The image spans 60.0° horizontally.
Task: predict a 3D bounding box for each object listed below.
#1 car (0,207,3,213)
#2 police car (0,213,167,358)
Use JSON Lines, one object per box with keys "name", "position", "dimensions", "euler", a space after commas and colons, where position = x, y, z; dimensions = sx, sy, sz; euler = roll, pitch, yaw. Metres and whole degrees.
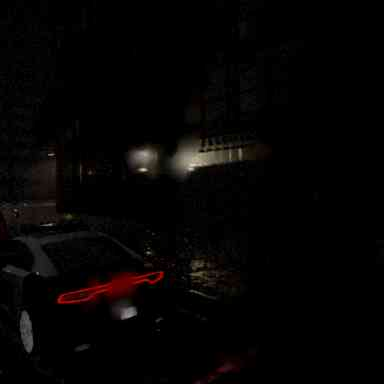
{"name": "car", "position": [-9.161, 1.305, 13.665], "dimensions": [2.192, 1.841, 5.009], "euler": [-2, 1, -44]}
{"name": "police car", "position": [-2.615, 1.381, 6.216], "dimensions": [1.930, 1.638, 5.238], "euler": [-2, 1, -44]}
